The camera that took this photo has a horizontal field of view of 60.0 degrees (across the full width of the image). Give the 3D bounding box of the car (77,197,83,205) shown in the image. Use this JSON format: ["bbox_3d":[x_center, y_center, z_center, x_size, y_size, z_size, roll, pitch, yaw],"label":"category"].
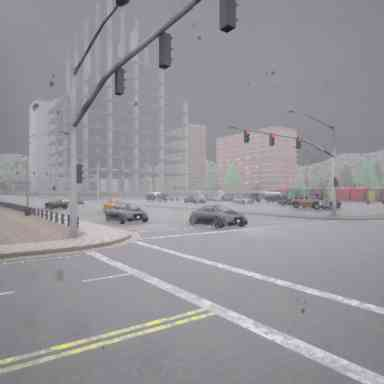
[{"bbox_3d":[-20.959,1.561,59.596,1.994,1.385,4.181,0,0,-35],"label":"car"}]

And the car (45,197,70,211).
[{"bbox_3d":[-17.000,1.599,41.658,1.895,1.301,4.718,0,0,-35],"label":"car"}]

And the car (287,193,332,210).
[{"bbox_3d":[14.251,1.148,40.269,1.932,1.855,4.605,0,0,-35],"label":"car"}]

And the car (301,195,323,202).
[{"bbox_3d":[24.906,1.354,69.173,1.784,1.438,3.905,0,0,-35],"label":"car"}]

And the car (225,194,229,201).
[{"bbox_3d":[7.111,1.356,75.048,1.784,1.438,3.905,0,0,-35],"label":"car"}]

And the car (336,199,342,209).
[{"bbox_3d":[16.645,1.150,41.896,1.905,1.878,3.866,0,0,-35],"label":"car"}]

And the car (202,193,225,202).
[{"bbox_3d":[4.748,1.388,73.376,1.970,1.475,3.806,0,0,-35],"label":"car"}]

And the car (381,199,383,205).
[{"bbox_3d":[32.642,1.147,53.263,1.905,1.878,3.866,0,0,-35],"label":"car"}]

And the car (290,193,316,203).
[{"bbox_3d":[22.504,1.144,67.552,1.932,1.855,4.605,0,0,-35],"label":"car"}]

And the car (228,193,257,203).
[{"bbox_3d":[8.763,1.389,57.717,1.970,1.475,3.806,0,0,-35],"label":"car"}]

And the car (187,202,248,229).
[{"bbox_3d":[1.632,1.562,21.570,1.994,1.385,4.181,0,0,-36],"label":"car"}]

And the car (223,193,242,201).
[{"bbox_3d":[9.273,1.145,76.639,1.932,1.855,4.605,0,0,-35],"label":"car"}]

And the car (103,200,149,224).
[{"bbox_3d":[-4.870,1.561,24.629,1.994,1.385,4.181,0,0,-35],"label":"car"}]
